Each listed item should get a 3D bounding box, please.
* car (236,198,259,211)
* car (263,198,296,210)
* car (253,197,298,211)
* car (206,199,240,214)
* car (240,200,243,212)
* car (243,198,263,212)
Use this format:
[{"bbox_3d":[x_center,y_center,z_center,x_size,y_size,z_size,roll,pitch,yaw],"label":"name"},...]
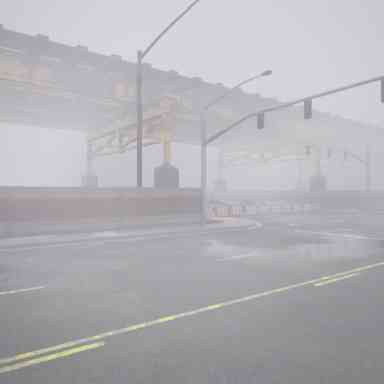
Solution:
[{"bbox_3d":[6.141,1.295,36.462,1.853,1.218,4.536,0,0,18],"label":"car"},{"bbox_3d":[9.985,1.295,40.165,4.536,1.218,1.853,0,0,-7],"label":"car"},{"bbox_3d":[10.036,1.453,40.171,4.974,1.542,2.038,0,0,-7],"label":"car"},{"bbox_3d":[2.327,1.295,33.736,4.536,1.218,1.853,0,0,8],"label":"car"},{"bbox_3d":[2.379,1.453,33.729,4.974,1.542,2.038,0,0,8],"label":"car"},{"bbox_3d":[6.125,1.453,36.413,2.038,1.542,4.974,0,0,18],"label":"car"}]
